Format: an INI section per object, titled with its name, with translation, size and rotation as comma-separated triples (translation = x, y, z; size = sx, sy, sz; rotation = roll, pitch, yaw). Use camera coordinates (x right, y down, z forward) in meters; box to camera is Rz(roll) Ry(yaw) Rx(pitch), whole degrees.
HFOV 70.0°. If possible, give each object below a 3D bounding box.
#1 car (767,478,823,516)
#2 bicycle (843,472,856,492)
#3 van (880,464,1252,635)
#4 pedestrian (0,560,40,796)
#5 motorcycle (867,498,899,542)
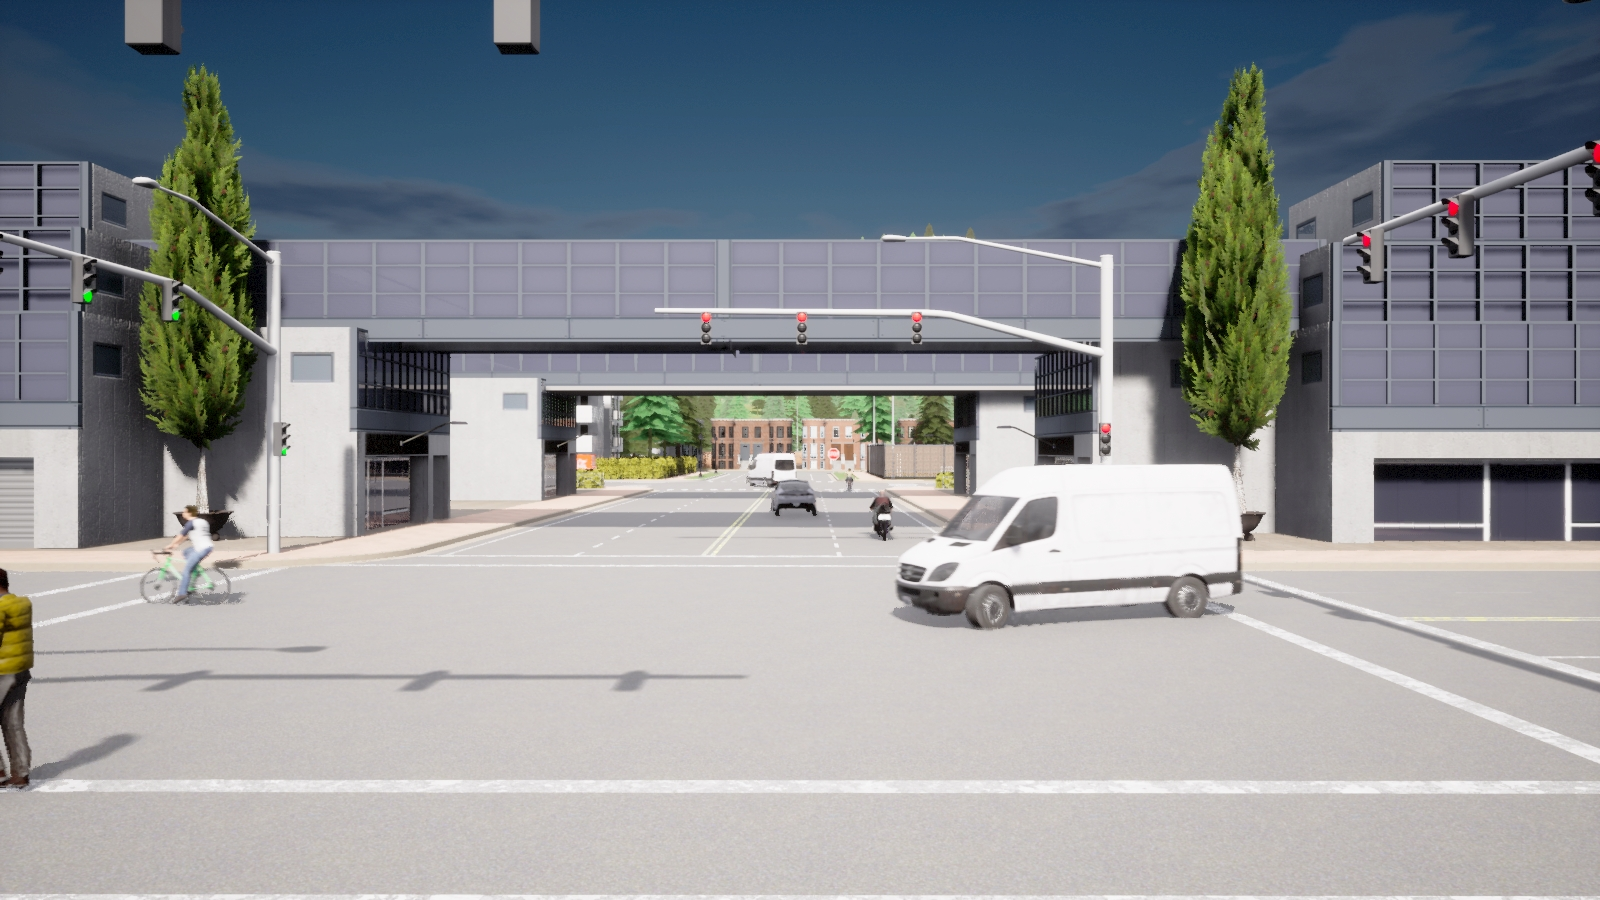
[car]
translation = -0.289, 2.061, 50.674
size = 2.231, 1.480, 4.892
rotation = 0, 0, -3
[bicycle]
translation = 3.351, 2.158, 77.002
size = 0.859, 1.276, 1.487
rotation = 0, 0, 4
[van]
translation = 4.479, 1.534, 19.207
size = 5.915, 2.561, 1.988
rotation = 0, -1, -19
[pedestrian]
translation = -6.546, 1.849, 9.364
size = 0.375, 1.860, 0.375
rotation = 0, 0, 1
[motorcycle]
translation = 2.611, 2.205, 36.244
size = 0.867, 1.251, 2.209
rotation = 0, 0, 1
